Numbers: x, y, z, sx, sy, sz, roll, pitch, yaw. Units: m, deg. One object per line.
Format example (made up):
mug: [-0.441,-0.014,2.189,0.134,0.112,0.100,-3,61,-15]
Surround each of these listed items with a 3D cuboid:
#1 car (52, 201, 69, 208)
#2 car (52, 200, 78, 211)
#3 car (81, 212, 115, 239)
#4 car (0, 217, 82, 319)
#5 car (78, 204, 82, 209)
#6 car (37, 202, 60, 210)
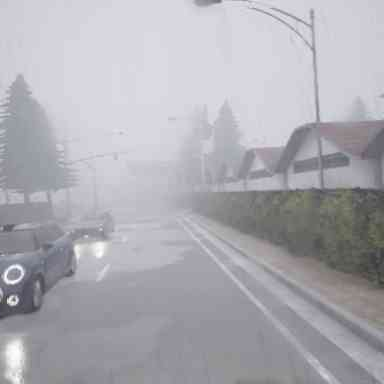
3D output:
car: [-33.806,3.263,85.712,3.633,1.501,1.845,-3,0,-7]
car: [-23.676,2.436,61.020,3.866,1.878,1.905,-3,0,-7]
car: [-5.596,1.866,19.314,2.033,1.411,5.357,-3,0,-6]
car: [-4.318,1.600,8.009,2.097,1.767,4.553,-3,0,-7]
car: [-23.453,2.707,64.394,3.806,1.475,1.970,-3,0,-7]
car: [-32.648,3.177,75.787,4.514,1.523,2.007,-3,0,-7]
